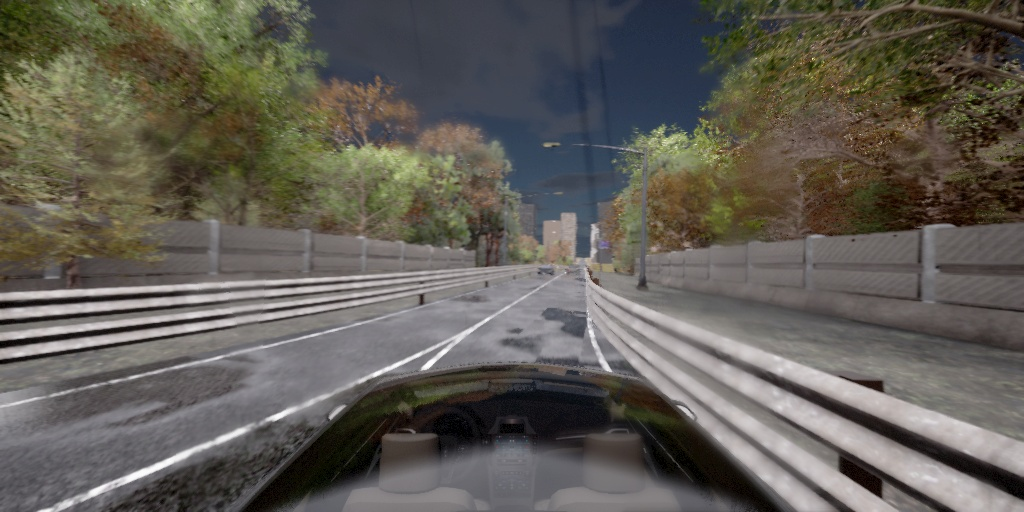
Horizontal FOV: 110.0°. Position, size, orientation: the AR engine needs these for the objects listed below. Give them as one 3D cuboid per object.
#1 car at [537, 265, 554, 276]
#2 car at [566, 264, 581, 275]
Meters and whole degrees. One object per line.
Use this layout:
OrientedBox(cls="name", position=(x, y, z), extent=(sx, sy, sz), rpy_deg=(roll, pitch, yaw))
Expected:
OrientedBox(cls="car", position=(4.521, 1.847, 47.013), extent=(2.033, 1.411, 5.357), rpy_deg=(1, -1, 12))
OrientedBox(cls="car", position=(8.982, 1.991, 52.444), extent=(2.128, 1.511, 4.902), rpy_deg=(1, -1, 11))
